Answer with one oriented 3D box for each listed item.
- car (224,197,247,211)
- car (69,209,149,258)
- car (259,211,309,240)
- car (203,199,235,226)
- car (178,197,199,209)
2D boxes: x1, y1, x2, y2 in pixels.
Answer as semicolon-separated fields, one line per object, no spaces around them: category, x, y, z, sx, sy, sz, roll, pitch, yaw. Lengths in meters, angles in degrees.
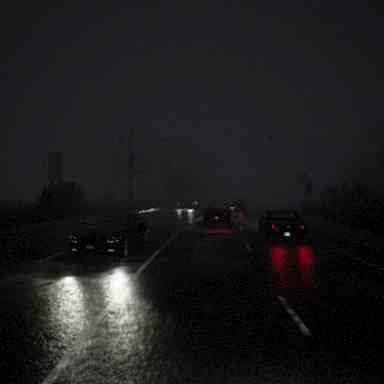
car;5.863;1.536;42.048;2.128;1.511;4.902;0;0;15
car;-3.021;1.483;13.039;1.882;1.535;5.008;0;0;5
car;4.573;1.623;17.338;1.895;1.301;4.718;0;0;6
car;1.940;1.500;23.905;1.882;1.535;5.008;0;0;8
car;-0.461;1.533;46.033;1.837;1.490;4.892;0;0;17
